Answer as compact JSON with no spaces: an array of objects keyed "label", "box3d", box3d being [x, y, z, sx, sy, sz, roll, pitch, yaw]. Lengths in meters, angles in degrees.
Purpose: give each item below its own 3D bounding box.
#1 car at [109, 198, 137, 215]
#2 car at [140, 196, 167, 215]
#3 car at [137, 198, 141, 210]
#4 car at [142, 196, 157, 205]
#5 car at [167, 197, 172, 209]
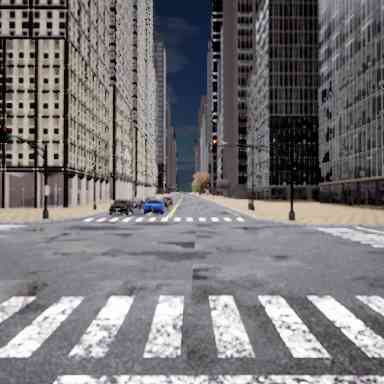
[{"label":"car","box3d":[-7.119,1.507,33.788,1.837,1.490,4.892,0,0,-1]},{"label":"car","box3d":[-3.891,1.481,34.704,1.882,1.535,5.008,0,0,-2]},{"label":"car","box3d":[-7.275,1.491,42.944,2.128,1.511,4.902,0,0,-1]},{"label":"car","box3d":[-7.532,1.487,59.931,2.128,1.511,4.902,0,0,-1]},{"label":"car","box3d":[-4.051,1.602,44.636,1.895,1.301,4.718,0,0,-1]}]
